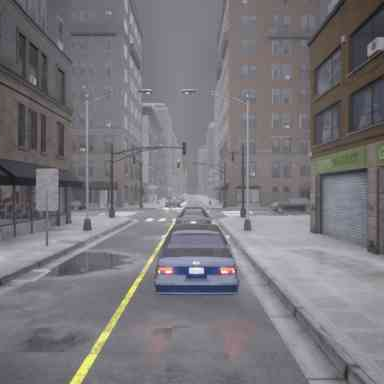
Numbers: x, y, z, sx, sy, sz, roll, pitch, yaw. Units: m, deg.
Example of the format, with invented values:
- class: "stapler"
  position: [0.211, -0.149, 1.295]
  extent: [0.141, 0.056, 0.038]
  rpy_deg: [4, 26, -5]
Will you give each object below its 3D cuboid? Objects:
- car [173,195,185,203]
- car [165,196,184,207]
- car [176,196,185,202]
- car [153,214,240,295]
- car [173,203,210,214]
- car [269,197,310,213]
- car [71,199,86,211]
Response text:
- class: "car"
  position: [-2.647, 1.501, 68.616]
  extent: [2.128, 1.511, 4.902]
  rpy_deg: [0, 0, 0]
- class: "car"
  position: [-2.789, 1.357, 49.884]
  extent: [2.097, 1.767, 4.553]
  rpy_deg: [0, 0, 1]
- class: "car"
  position: [-2.620, 1.608, 78.930]
  extent: [1.895, 1.301, 4.718]
  rpy_deg: [0, 0, 0]
- class: "car"
  position: [0.097, 1.548, 8.852]
  extent: [2.033, 1.411, 5.357]
  rpy_deg: [0, 0, 0]
- class: "car"
  position: [0.094, 1.565, 19.398]
  extent: [1.994, 1.385, 4.181]
  rpy_deg: [0, 0, 1]
- class: "car"
  position: [10.901, 1.357, 36.719]
  extent: [4.553, 1.767, 2.097]
  rpy_deg: [0, 0, 0]
- class: "car"
  position: [-14.681, 1.544, 39.334]
  extent: [4.313, 1.339, 1.947]
  rpy_deg: [0, 0, 0]
